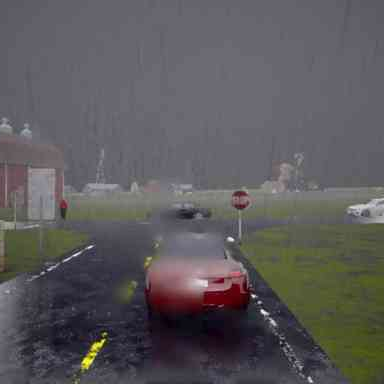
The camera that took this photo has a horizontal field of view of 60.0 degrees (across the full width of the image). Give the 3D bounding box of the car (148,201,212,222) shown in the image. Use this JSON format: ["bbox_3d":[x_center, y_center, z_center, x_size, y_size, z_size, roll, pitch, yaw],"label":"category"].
[{"bbox_3d":[-0.946,1.493,25.827,5.008,1.535,1.882,-1,0,0],"label":"car"}]

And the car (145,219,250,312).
[{"bbox_3d":[0.087,1.565,7.799,1.994,1.385,4.181,0,0,-1],"label":"car"}]

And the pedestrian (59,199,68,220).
[{"bbox_3d":[-11.273,1.491,29.142,0.375,1.860,0.375,0,0,4],"label":"pedestrian"}]

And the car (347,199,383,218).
[{"bbox_3d":[14.695,1.271,26.307,4.674,1.442,1.812,-1,0,-4],"label":"car"}]
